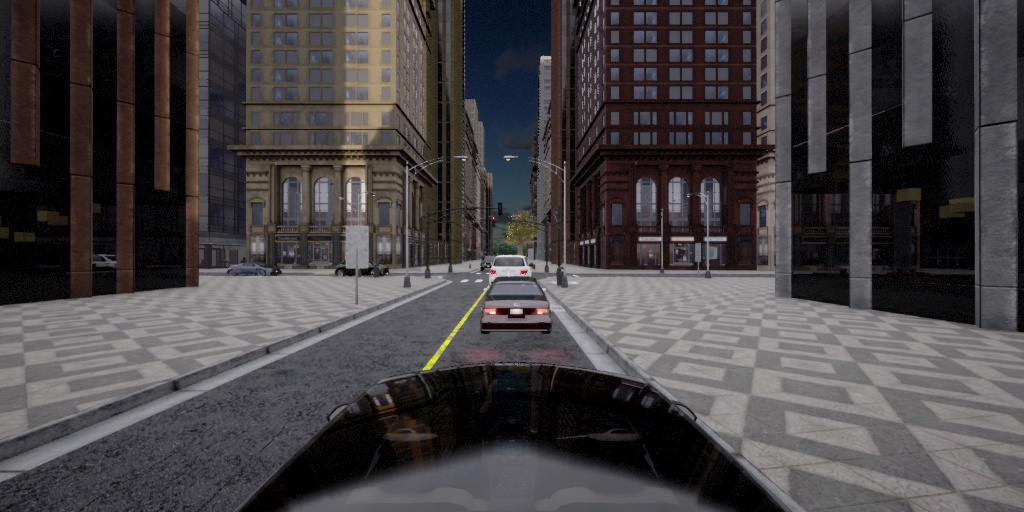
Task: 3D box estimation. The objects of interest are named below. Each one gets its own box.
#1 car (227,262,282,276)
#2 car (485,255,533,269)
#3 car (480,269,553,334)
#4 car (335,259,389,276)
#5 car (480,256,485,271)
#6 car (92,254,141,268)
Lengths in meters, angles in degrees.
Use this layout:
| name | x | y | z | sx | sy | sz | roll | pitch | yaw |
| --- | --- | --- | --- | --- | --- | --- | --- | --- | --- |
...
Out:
| name | x | y | z | sx | sy | sz | roll | pitch | yaw |
| --- | --- | --- | --- | --- | --- | --- | --- | --- | --- |
| car | -23.860 | 1.237 | 33.311 | 4.181 | 1.385 | 1.994 | 0 | 0 | 0 |
| car | 0.017 | 0.971 | 20.826 | 2.150 | 2.045 | 5.566 | 0 | 0 | 4 |
| car | 0.091 | 1.297 | 10.581 | 2.033 | 1.411 | 5.357 | 0 | 0 | 0 |
| car | -13.823 | 1.053 | 33.295 | 4.553 | 1.767 | 2.097 | 0 | 0 | 0 |
| car | -3.129 | 0.969 | 49.456 | 2.150 | 2.045 | 5.566 | 0 | 0 | -1 |
| car | -37.832 | 0.863 | 33.320 | 5.566 | 2.045 | 2.150 | 0 | 0 | 0 |
